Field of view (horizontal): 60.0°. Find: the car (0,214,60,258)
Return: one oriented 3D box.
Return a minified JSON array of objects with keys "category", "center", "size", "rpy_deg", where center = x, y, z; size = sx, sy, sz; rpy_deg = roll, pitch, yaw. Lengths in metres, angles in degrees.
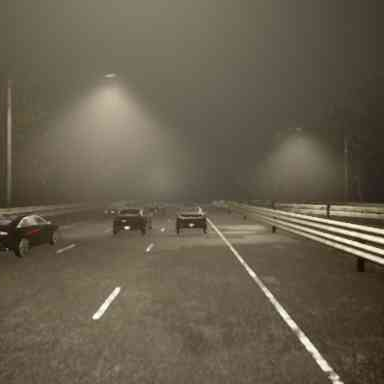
[{"category":"car","center":[-6.966,1.622,13.395],"size":[2.128,1.511,4.902],"rpy_deg":[0,-1,0]}]

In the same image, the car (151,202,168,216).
[{"category":"car","center":[-3.872,1.872,37.829],"size":[2.128,1.511,4.902],"rpy_deg":[0,-1,-1]}]

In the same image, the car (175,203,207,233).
[{"category":"car","center":[-0.055,1.700,21.324],"size":[2.128,1.511,4.902],"rpy_deg":[0,-1,-1]}]

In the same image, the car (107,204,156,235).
[{"category":"car","center":[-3.541,1.704,20.381],"size":[1.837,1.490,4.892],"rpy_deg":[0,-1,-1]}]

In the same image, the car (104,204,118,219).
[{"category":"car","center":[-7.250,1.874,32.677],"size":[2.033,1.411,5.357],"rpy_deg":[0,-1,-1]}]
